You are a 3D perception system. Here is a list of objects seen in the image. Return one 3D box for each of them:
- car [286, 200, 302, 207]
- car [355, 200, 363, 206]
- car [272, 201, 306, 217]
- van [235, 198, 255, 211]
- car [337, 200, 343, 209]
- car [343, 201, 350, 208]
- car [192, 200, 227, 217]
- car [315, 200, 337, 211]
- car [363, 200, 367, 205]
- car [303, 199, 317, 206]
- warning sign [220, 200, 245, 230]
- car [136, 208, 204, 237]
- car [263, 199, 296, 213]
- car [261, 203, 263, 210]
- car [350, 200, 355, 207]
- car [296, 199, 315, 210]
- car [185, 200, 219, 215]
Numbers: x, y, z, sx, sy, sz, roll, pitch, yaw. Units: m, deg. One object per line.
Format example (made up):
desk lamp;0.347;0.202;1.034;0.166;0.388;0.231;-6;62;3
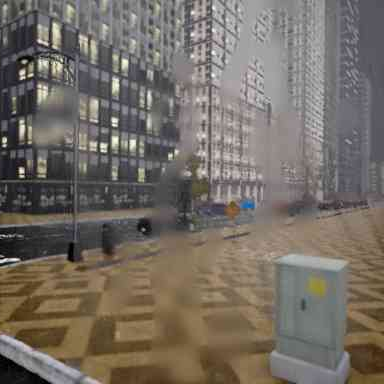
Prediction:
car;20.547;2.268;66.716;1.802;1.307;4.206;0;0;35
car;37.088;2.535;75.833;1.947;1.339;4.313;0;0;35
car;11.327;2.094;38.765;1.947;1.339;4.313;0;0;35
van;7.671;1.807;48.189;1.690;1.788;3.998;0;0;35
car;24.207;2.332;57.299;1.802;1.307;4.206;0;0;35
car;27.428;2.245;61.933;1.967;1.590;4.097;0;0;35
car;2.241;1.897;35.812;1.812;1.442;4.674;1;0;35
car;20.987;2.261;52.665;1.947;1.339;4.313;0;0;35
car;43.528;2.622;85.100;1.887;1.381;4.507;0;0;35
car;26.985;2.362;75.981;1.947;1.339;4.313;0;0;35
warning sign;2.681;1.492;22.117;1.300;1.860;1.060;2;1;35
car;-1.446;1.856;20.160;2.008;1.369;4.403;0;0;35
car;11.496;1.884;43.618;2.097;1.767;4.553;1;0;35
car;11.815;1.868;49.419;2.128;1.511;4.902;1;0;35
car;30.647;2.425;66.566;1.947;1.339;4.313;0;0;35
car;17.115;1.980;51.788;2.097;1.767;4.553;1;0;35
car;1.233;1.795;38.923;1.967;1.590;4.097;0;0;35
